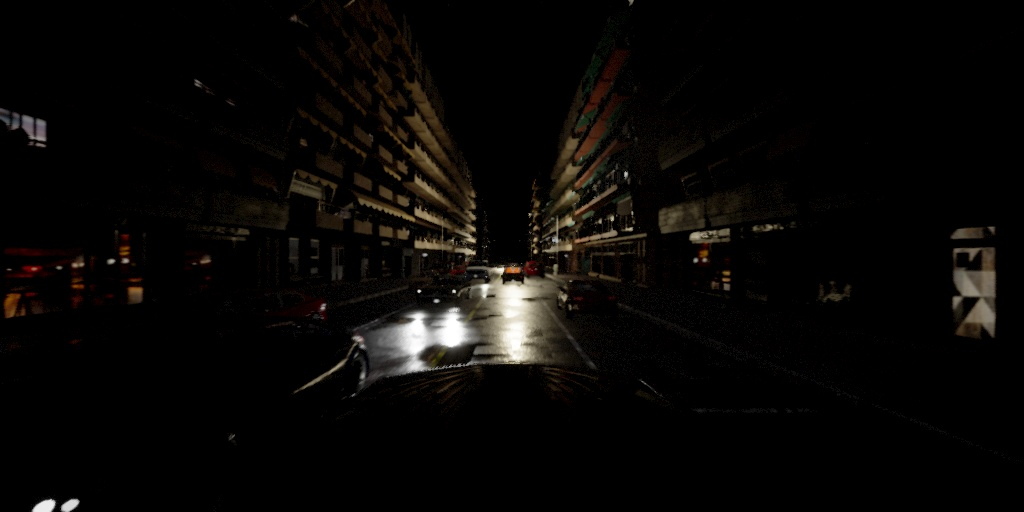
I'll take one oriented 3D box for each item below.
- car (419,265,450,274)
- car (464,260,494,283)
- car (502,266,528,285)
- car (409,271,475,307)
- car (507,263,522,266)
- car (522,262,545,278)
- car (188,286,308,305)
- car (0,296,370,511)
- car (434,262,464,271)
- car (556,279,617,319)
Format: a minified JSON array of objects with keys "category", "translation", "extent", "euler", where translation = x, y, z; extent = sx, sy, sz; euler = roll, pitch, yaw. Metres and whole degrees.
[{"category":"car","translation":[-5.686,1.583,24.354],"extent":[1.751,1.417,4.829],"euler":[0,0,0]},{"category":"car","translation":[-3.092,1.397,33.287],"extent":[2.150,2.045,5.566],"euler":[0,-1,0]},{"category":"car","translation":[0.106,1.746,31.094],"extent":[1.895,1.301,4.718],"euler":[0,-1,0]},{"category":"car","translation":[-3.066,1.554,16.795],"extent":[1.895,1.301,4.718],"euler":[0,-1,0]},{"category":"car","translation":[0.109,1.650,42.752],"extent":[2.097,1.767,4.553],"euler":[0,-1,0]},{"category":"car","translation":[2.665,1.597,41.574],"extent":[2.192,1.841,5.009],"euler":[0,0,0]},{"category":"car","translation":[-5.689,1.375,7.533],"extent":[1.888,1.381,4.507],"euler":[0,0,0]},{"category":"car","translation":[-3.095,1.340,3.640],"extent":[1.994,1.385,4.181],"euler":[0,-1,0]},{"category":"car","translation":[-5.685,1.448,30.188],"extent":[2.192,1.841,5.009],"euler":[0,0,0]},{"category":"car","translation":[2.660,1.487,13.256],"extent":[1.802,1.307,4.207],"euler":[0,0,0]}]
